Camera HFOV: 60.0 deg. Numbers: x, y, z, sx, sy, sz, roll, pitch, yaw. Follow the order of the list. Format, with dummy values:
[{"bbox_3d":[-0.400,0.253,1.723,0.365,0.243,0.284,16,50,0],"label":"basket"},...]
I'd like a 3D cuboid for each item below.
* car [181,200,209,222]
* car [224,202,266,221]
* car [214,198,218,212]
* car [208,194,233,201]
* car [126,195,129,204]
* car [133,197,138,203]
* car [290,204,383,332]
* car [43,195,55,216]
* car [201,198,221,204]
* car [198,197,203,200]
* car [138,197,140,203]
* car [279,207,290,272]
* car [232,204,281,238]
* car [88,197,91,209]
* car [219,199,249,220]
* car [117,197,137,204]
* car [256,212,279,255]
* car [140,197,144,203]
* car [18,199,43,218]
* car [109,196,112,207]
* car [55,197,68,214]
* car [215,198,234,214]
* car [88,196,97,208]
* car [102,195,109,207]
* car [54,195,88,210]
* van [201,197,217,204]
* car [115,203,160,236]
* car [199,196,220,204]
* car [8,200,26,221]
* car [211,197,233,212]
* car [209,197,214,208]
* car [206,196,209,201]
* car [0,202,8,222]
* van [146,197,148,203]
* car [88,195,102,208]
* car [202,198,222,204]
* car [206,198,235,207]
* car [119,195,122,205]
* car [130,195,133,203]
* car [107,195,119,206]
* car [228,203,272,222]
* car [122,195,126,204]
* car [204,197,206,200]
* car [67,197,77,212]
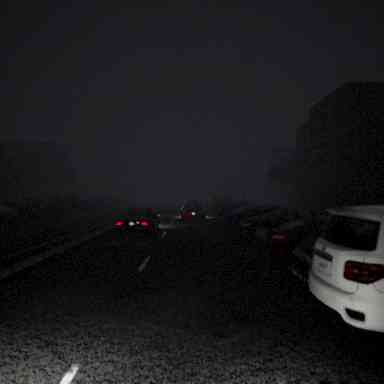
[{"bbox_3d":[0.104,1.618,27.257,1.994,1.385,4.181,0,0,0],"label":"car"},{"bbox_3d":[4.710,1.557,22.032,4.674,1.452,2.002,0,0,0],"label":"car"},{"bbox_3d":[4.742,1.575,30.370,4.792,1.488,2.163,0,0,0],"label":"car"},{"bbox_3d":[4.687,1.472,41.479,4.553,1.767,2.185,0,0,0],"label":"car"},{"bbox_3d":[-15.707,1.560,63.916,5.566,2.045,2.435,0,-1,0],"label":"car"},{"bbox_3d":[-15.784,1.800,74.937,5.566,2.045,2.435,0,-1,0],"label":"car"},{"bbox_3d":[4.739,1.232,5.235,5.566,2.045,2.435,0,0,0],"label":"car"},{"bbox_3d":[-15.644,1.417,30.839,4.553,1.767,2.185,0,0,0],"label":"car"},{"bbox_3d":[4.714,2.249,83.146,5.008,1.535,2.097,0,-1,0],"label":"car"},{"bbox_3d":[0.105,1.689,42.950,1.994,1.385,4.181,0,0,0],"label":"car"},{"bbox_3d":[-15.732,1.868,77.694,5.566,2.045,2.435,0,-1,0],"label":"car"},{"bbox_3d":[4.743,1.361,8.047,4.553,1.767,2.185,0,0,0],"label":"car"},{"bbox_3d":[4.719,1.503,16.474,4.892,1.521,2.231,0,0,0],"label":"car"},{"bbox_3d":[-15.693,1.640,41.867,4.674,1.452,2.002,0,0,0],"label":"car"},{"bbox_3d":[4.719,1.526,24.686,4.892,1.521,2.231,0,0,0],"label":"car"},{"bbox_3d":[-15.734,2.062,80.447,4.553,1.767,2.185,0,-1,0],"label":"car"},{"bbox_3d":[4.708,1.531,10.917,4.674,1.452,2.002,0,0,0],"label":"car"},{"bbox_3d":[-15.961,2.319,85.958,5.366,1.575,1.946,0,-1,0],"label":"car"},{"bbox_3d":[-15.700,1.560,28.081,4.792,1.488,2.163,0,0,0],"label":"car"},{"bbox_3d":[-15.713,1.712,52.893,4.674,1.452,2.002,0,0,0],"label":"car"},{"bbox_3d":[-15.675,1.555,33.595,5.008,1.535,2.097,0,0,0],"label":"car"},{"bbox_3d":[4.707,1.535,27.466,5.008,1.535,2.097,0,0,0],"label":"car"},{"bbox_3d":[-15.730,1.646,44.623,4.792,1.488,2.163,0,0,0],"label":"car"},{"bbox_3d":[-15.705,1.651,50.139,5.008,1.535,2.097,0,0,0],"label":"car"},{"bbox_3d":[-15.719,1.333,39.111,5.566,2.045,2.435,0,0,0],"label":"car"},{"bbox_3d":[4.839,2.287,94.266,4.442,1.987,1.878,0,-1,0],"label":"van"},{"bbox_3d":[-2.899,1.574,18.489,2.033,1.411,5.357,0,0,0],"label":"car"},{"bbox_3d":[4.690,2.195,91.368,5.566,2.045,2.435,0,-1,0],"label":"car"},{"bbox_3d":[-15.663,1.561,25.287,4.674,1.452,2.002,0,0,0],"label":"car"},{"bbox_3d":[4.707,1.558,33.148,4.892,1.521,2.231,0,0,0],"label":"car"},{"bbox_3d":[4.719,1.569,35.928,5.008,1.535,2.097,0,0,0],"label":"car"},{"bbox_3d":[4.900,1.608,44.140,5.366,1.575,1.946,0,0,0],"label":"car"},{"bbox_3d":[-15.631,1.541,22.566,4.792,1.488,2.163,0,0,0],"label":"car"},{"bbox_3d":[-15.673,2.288,94.237,4.442,1.987,1.878,0,-1,0],"label":"van"},{"bbox_3d":[-15.737,1.508,47.382,4.553,1.767,2.185,0,0,0],"label":"car"},{"bbox_3d":[4.748,2.208,80.367,4.792,1.488,2.163,0,-1,0],"label":"car"},{"bbox_3d":[4.714,1.724,55.377,4.674,1.452,2.002,0,0,0],"label":"car"},{"bbox_3d":[-15.697,1.477,58.406,5.566,2.045,2.435,0,-1,0],"label":"car"},{"bbox_3d":[-15.781,1.857,72.180,4.553,1.767,2.185,0,-1,0],"label":"car"},{"bbox_3d":[-15.535,1.693,55.651,5.366,1.575,1.946,0,0,0],"label":"car"},{"bbox_3d":[4.741,1.538,19.253,4.792,1.488,2.163,0,0,0],"label":"car"},{"bbox_3d":[-15.702,1.514,61.163,5.566,2.045,2.435,0,-1,0],"label":"car"},{"bbox_3d":[4.684,1.536,52.600,4.553,1.767,2.185,0,0,0],"label":"car"},{"bbox_3d":[-15.656,1.598,36.351,4.792,1.488,2.163,0,0,0],"label":"car"}]
